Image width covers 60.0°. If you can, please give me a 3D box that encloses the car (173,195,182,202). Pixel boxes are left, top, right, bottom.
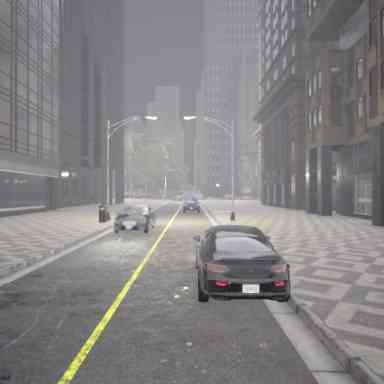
[{"bbox_3d":[-3.282,1.512,76.363,2.128,1.511,4.902,0,0,0],"label":"car"}]

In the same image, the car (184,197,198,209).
[{"bbox_3d":[-0.160,1.513,47.353,1.837,1.490,4.892,0,0,0],"label":"car"}]

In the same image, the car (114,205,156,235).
[{"bbox_3d":[-3.170,1.494,19.126,2.128,1.511,4.902,0,0,0],"label":"car"}]

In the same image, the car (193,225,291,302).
[{"bbox_3d":[1.022,1.527,8.116,1.812,1.442,4.674,0,0,0],"label":"car"}]

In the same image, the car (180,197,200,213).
[{"bbox_3d":[-0.059,1.532,37.469,1.812,1.442,4.674,0,0,0],"label":"car"}]
